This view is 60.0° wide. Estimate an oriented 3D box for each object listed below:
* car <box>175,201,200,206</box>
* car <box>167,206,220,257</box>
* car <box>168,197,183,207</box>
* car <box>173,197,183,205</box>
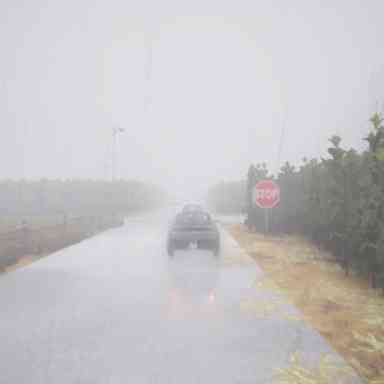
[{"bbox_3d":[0.042,1.656,25.989,2.033,1.411,5.357,0,-1,1],"label":"car"},{"bbox_3d":[0.063,1.540,13.104,2.128,1.511,4.902,0,0,0],"label":"car"},{"bbox_3d":[-3.133,1.745,60.491,2.097,1.767,4.553,0,-1,1],"label":"car"},{"bbox_3d":[-3.089,2.146,75.658,2.097,1.767,4.553,0,-1,0],"label":"car"}]
